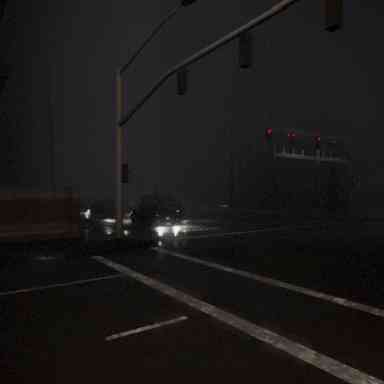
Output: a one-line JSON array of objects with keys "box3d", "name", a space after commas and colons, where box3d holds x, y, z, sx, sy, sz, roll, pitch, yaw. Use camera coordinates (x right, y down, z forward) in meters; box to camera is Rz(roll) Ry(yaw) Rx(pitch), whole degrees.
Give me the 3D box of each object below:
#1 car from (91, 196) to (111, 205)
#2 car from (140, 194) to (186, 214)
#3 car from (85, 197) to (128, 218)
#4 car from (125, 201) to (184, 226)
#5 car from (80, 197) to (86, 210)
[{"box3d": [-16.864, 1.478, 61.586, 1.882, 1.535, 5.008, 0, 0, -36], "name": "car"}, {"box3d": [-2.782, 1.222, 29.659, 2.150, 2.045, 5.566, 0, 0, -36], "name": "car"}, {"box3d": [-7.853, 1.478, 30.717, 1.882, 1.535, 5.008, 0, 0, -36], "name": "car"}, {"box3d": [-2.755, 1.564, 23.612, 1.994, 1.385, 4.181, 0, 0, -35], "name": "car"}, {"box3d": [-13.681, 1.526, 38.846, 1.812, 1.442, 4.674, 0, 0, -36], "name": "car"}]
